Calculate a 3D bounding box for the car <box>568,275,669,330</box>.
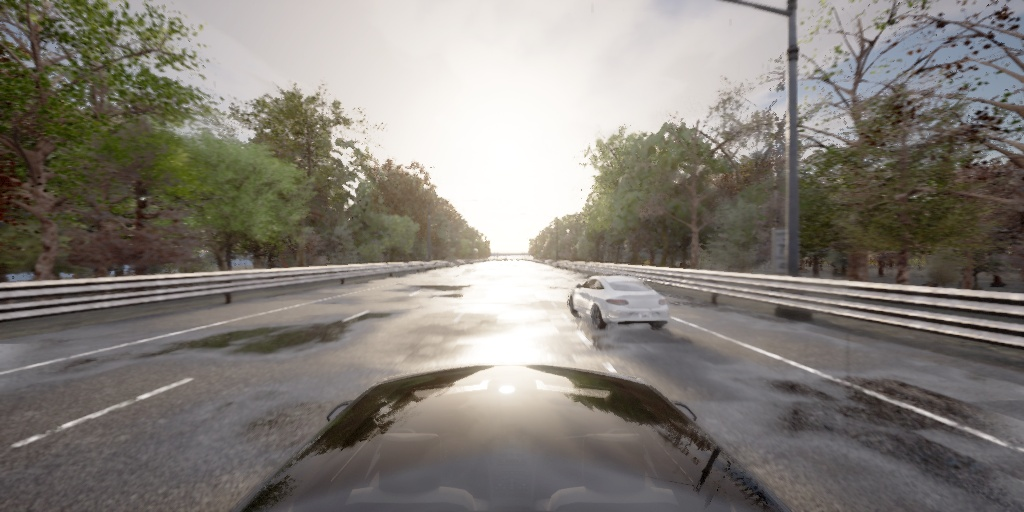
[{"bbox_3d":[3.079,1.302,11.095,1.812,1.442,4.674,0,0,-5],"label":"car"}]
